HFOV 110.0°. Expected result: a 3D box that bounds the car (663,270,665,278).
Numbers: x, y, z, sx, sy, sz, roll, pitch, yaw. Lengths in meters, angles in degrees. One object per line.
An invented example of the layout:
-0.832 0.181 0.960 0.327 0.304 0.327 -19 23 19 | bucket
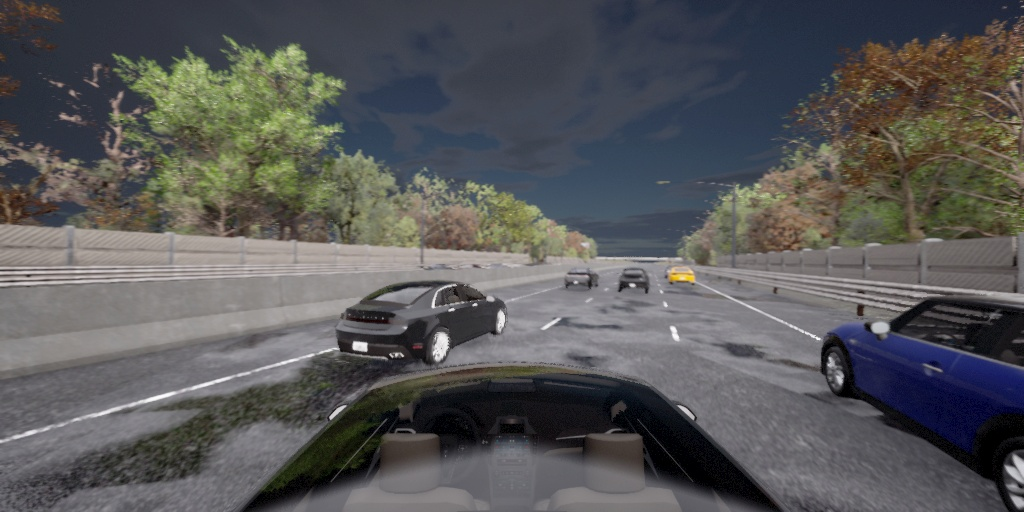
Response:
18.997 1.955 42.412 2.033 1.411 5.357 0 -1 22 | car

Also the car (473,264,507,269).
-1.730 1.601 37.705 2.128 1.511 4.902 0 -1 21 | car

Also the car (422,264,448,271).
-8.314 1.621 40.082 1.994 1.385 4.181 0 -1 21 | car

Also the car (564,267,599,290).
5.040 1.552 25.577 2.128 1.511 4.902 0 -1 21 | car

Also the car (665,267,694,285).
15.012 1.723 31.982 1.882 1.535 5.008 0 -1 21 | car

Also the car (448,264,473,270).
-4.763 1.620 39.587 1.812 1.442 4.674 0 -1 21 | car

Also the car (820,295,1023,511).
5.260 1.184 3.682 2.097 1.767 4.553 0 -1 21 | car

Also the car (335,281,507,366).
-1.672 1.304 8.278 1.837 1.490 4.892 0 -1 21 | car

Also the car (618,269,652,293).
8.342 1.592 24.417 1.837 1.490 4.892 0 -1 21 | car
